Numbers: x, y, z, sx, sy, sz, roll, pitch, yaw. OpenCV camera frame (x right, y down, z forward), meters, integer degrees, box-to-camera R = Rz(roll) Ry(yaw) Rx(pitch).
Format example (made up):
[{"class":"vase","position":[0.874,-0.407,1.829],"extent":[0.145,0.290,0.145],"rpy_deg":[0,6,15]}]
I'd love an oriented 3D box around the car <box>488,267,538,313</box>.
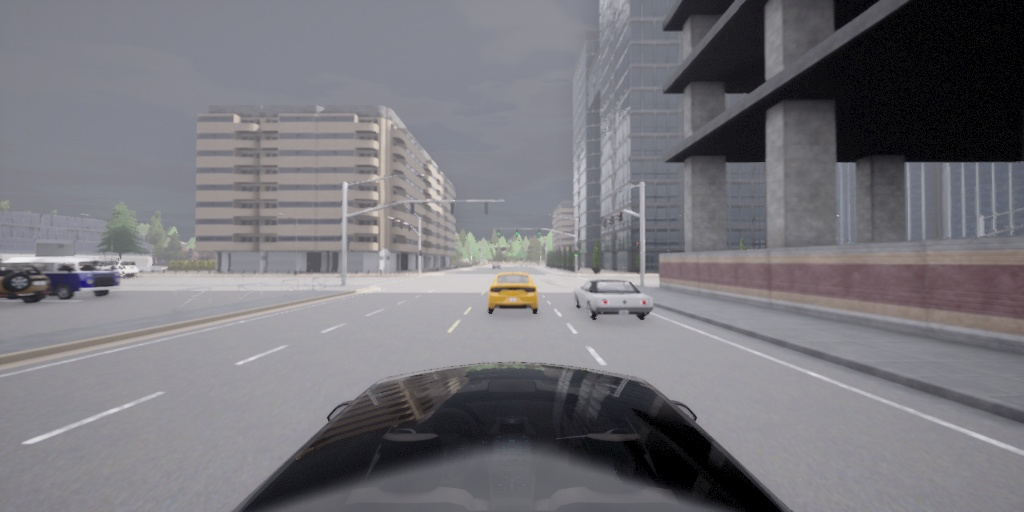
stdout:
[{"class":"car","position":[0.052,1.414,15.050],"extent":[1.882,1.535,5.008],"rpy_deg":[0,-1,0]}]

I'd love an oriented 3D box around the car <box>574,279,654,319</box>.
[{"class":"car","position":[3.540,1.516,13.484],"extent":[1.895,1.301,4.718],"rpy_deg":[0,-1,1]}]

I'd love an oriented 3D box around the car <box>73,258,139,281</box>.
[{"class":"car","position":[-47.737,1.589,42.526],"extent":[5.566,2.045,2.150],"rpy_deg":[-1,-1,1]}]
